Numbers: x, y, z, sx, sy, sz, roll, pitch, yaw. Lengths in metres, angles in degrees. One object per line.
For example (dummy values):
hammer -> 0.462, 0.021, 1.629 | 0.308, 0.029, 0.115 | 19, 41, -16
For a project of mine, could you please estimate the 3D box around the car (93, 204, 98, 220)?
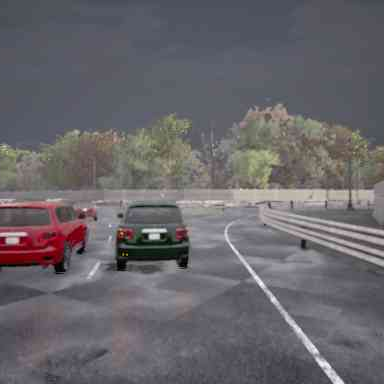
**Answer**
car -> -9.977, 1.608, 30.937 | 2.097, 1.767, 4.553 | 0, 0, -19

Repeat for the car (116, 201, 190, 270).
car -> -1.433, 1.317, 11.631 | 2.150, 2.045, 5.566 | 0, 0, -9

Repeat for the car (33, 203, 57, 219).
car -> -14.552, 1.840, 33.180 | 1.994, 1.385, 4.181 | 0, -1, -21

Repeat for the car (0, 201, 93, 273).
car -> -4.877, 1.315, 10.943 | 2.150, 2.045, 5.566 | 0, 0, -9
